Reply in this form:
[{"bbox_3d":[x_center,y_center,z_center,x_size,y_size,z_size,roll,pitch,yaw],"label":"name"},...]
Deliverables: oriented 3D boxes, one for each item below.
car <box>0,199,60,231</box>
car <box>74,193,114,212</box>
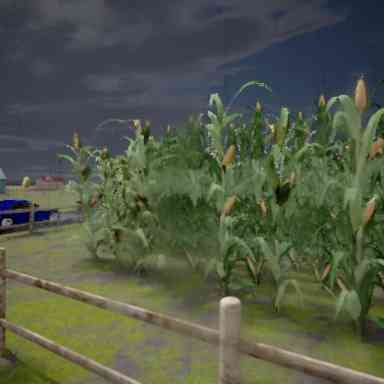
[{"bbox_3d":[-9.666,1.149,18.607,1.882,1.535,5.008,1,2,23],"label":"car"},{"bbox_3d":[-8.286,0.885,29.405,1.837,1.490,4.892,1,2,22],"label":"car"}]
